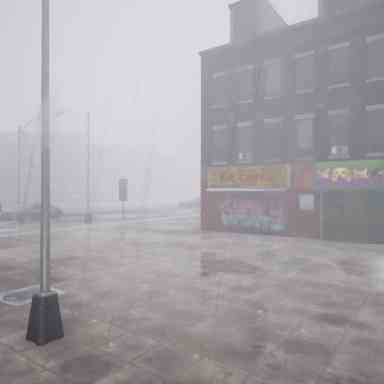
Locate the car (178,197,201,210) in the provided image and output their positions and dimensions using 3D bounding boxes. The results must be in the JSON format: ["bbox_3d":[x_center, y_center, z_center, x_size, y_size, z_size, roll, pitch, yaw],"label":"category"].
[{"bbox_3d":[0.178,1.396,41.817,1.812,1.442,4.674,0,0,35],"label":"car"}]

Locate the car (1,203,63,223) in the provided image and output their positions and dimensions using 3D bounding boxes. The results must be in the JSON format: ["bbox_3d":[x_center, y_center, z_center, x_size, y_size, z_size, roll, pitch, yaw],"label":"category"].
[{"bbox_3d":[-11.838,1.509,24.828,1.994,1.385,4.181,0,0,35],"label":"car"}]
